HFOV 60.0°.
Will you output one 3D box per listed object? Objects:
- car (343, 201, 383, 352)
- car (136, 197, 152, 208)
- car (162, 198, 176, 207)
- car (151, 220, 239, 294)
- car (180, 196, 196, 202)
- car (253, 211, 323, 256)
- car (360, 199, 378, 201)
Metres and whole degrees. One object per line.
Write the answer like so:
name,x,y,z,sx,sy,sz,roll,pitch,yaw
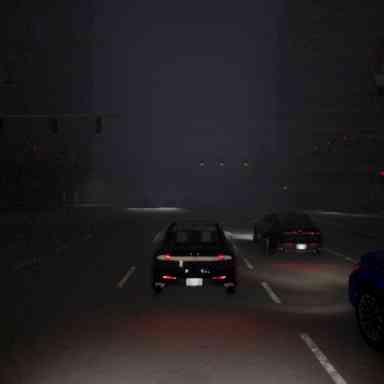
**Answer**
car,3.605,1.222,3.027,2.150,2.045,5.566,0,0,0
car,-7.016,1.510,48.708,1.837,1.490,4.892,0,0,0
car,-3.500,1.606,51.341,1.895,1.301,4.718,0,0,1
car,0.068,1.493,8.751,2.128,1.511,4.902,0,0,1
car,-1.027,1.574,73.291,1.895,1.301,4.718,0,0,-27
car,3.639,1.507,13.214,1.837,1.490,4.892,0,0,2
car,18.673,1.529,35.654,4.674,1.442,1.812,0,0,0
